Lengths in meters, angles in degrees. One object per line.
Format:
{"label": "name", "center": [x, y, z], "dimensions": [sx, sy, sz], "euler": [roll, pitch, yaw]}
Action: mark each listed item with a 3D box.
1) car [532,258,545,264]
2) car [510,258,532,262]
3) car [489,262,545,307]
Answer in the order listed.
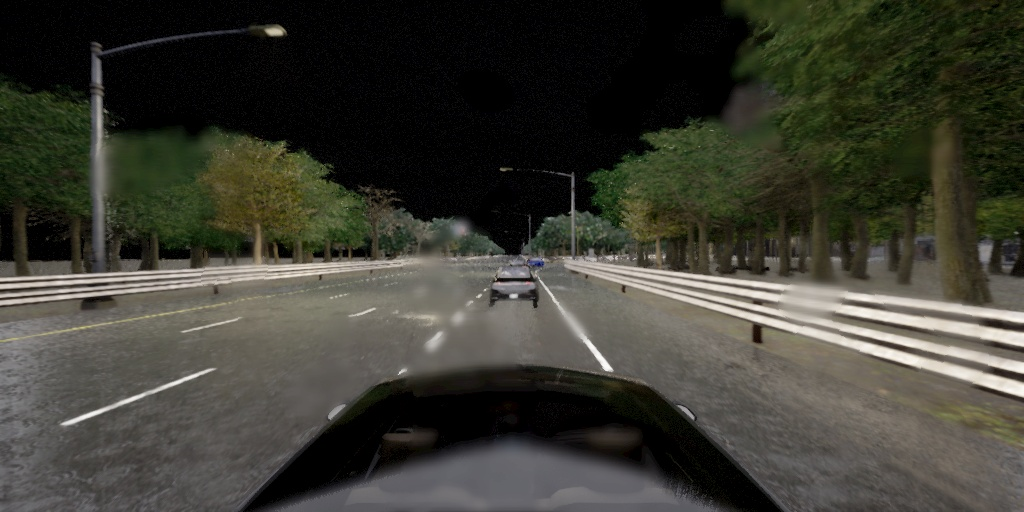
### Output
{"label": "car", "center": [3.847, 0.972, 55.674], "dimensions": [1.882, 1.535, 5.008], "euler": [-1, 0, 16]}
{"label": "car", "center": [0.521, 1.105, 32.983], "dimensions": [2.128, 1.511, 4.902], "euler": [0, 0, 2]}
{"label": "car", "center": [0.109, 1.184, 14.986], "dimensions": [2.128, 1.511, 4.902], "euler": [0, 0, 1]}
